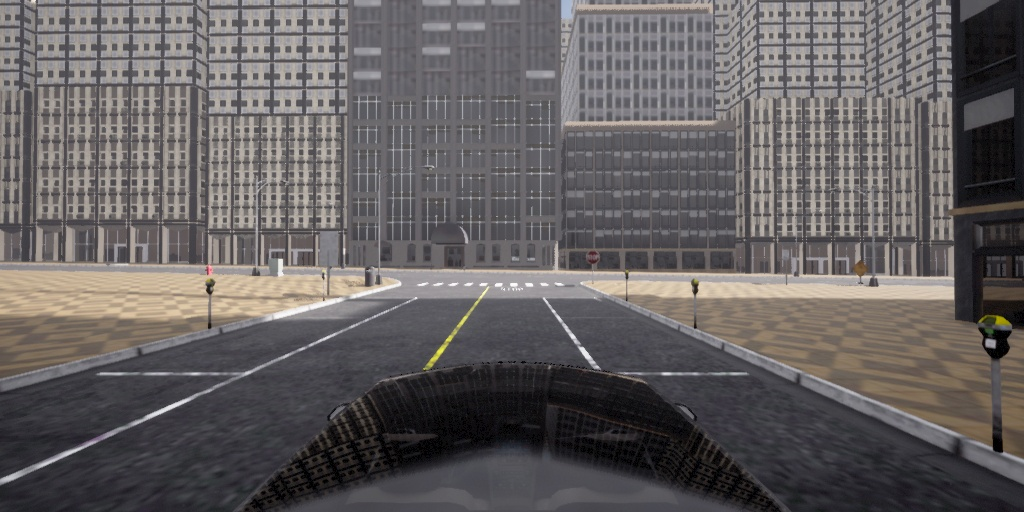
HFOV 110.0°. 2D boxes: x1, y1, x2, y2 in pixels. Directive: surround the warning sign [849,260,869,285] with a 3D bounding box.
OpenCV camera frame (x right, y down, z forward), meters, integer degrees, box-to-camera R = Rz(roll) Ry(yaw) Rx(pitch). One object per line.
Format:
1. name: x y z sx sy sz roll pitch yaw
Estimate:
1. warning sign: 26.598 1.246 27.348 1.060 1.860 1.300 0 0 1
